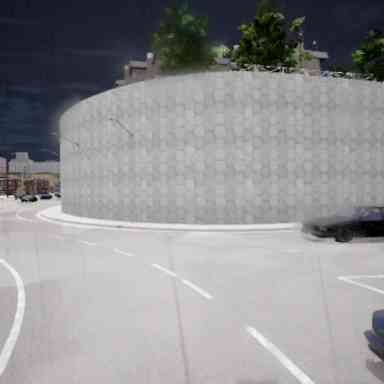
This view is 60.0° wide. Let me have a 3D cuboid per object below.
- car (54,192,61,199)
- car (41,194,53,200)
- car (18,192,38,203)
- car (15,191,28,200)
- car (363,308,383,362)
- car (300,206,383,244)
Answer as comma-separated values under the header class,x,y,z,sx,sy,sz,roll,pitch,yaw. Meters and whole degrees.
class,x,y,z,sx,sy,sz,roll,pitch,yaw
car,-29.106,0.651,75.320,2.097,1.767,4.553,-1,1,-12
car,-32.510,1.048,74.522,1.994,1.385,4.181,-1,1,-12
car,-29.332,1.191,60.142,1.994,1.385,4.181,-1,1,-12
car,-40.916,0.736,80.290,2.150,2.045,5.566,-1,1,-12
car,3.366,1.487,1.701,2.033,1.411,5.357,-1,1,-9
car,7.432,1.295,14.147,5.357,1.411,2.033,-1,1,-11
